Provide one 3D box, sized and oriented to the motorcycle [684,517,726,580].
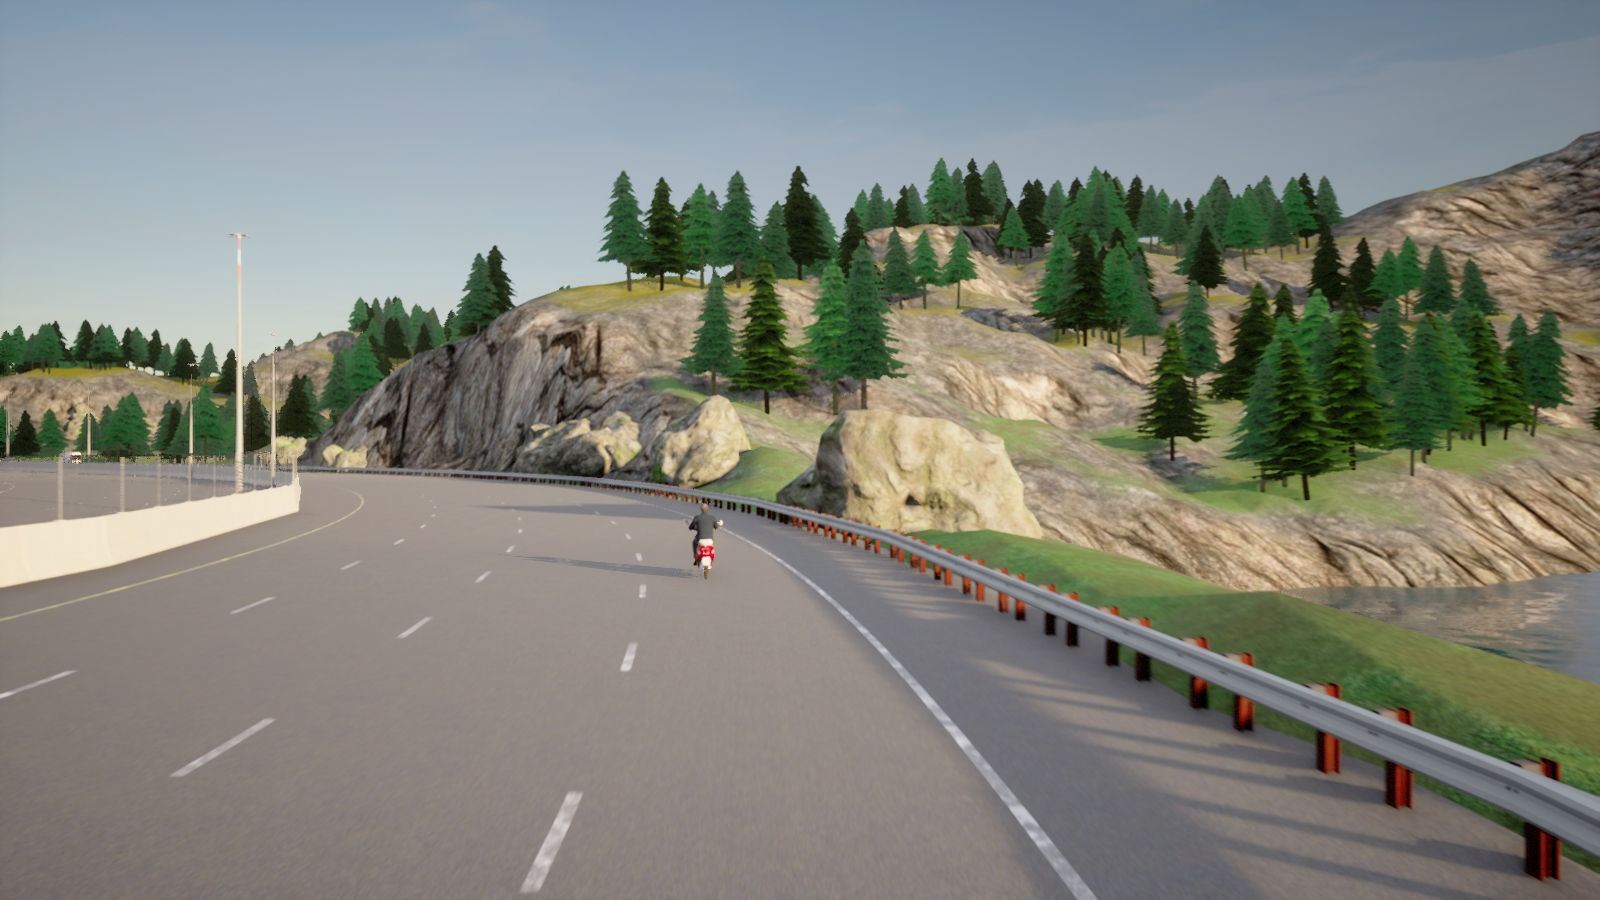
[{"bbox_3d":[-2.147,2.186,25.635,0.856,1.236,1.805,0,0,-7],"label":"motorcycle"}]
